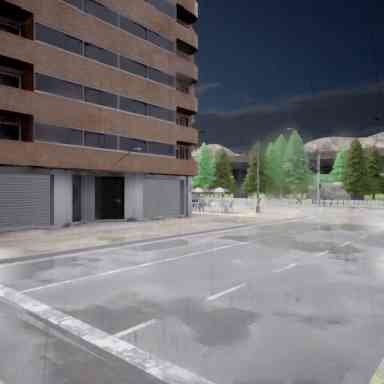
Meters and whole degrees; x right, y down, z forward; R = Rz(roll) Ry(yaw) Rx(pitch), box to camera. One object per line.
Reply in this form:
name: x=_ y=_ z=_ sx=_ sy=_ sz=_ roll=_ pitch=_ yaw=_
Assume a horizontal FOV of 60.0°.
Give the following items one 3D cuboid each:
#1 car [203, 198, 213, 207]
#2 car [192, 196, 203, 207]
car: x=0.883 y=1.422 z=50.609 sx=5.008 sy=1.535 sz=1.882 roll=0 pitch=0 yaw=38
car: x=-1.275 y=1.297 z=47.845 sx=4.553 sy=1.767 sz=2.097 roll=0 pitch=0 yaw=38
